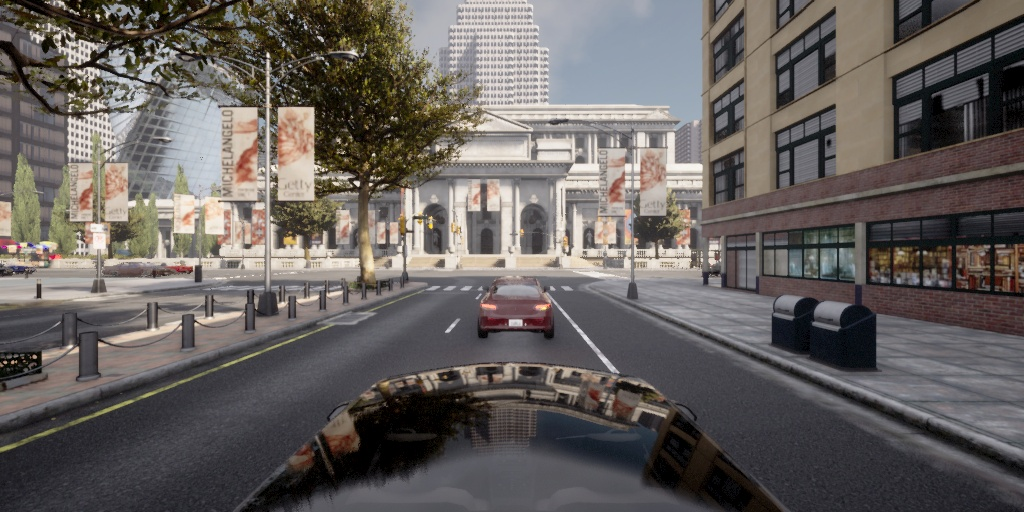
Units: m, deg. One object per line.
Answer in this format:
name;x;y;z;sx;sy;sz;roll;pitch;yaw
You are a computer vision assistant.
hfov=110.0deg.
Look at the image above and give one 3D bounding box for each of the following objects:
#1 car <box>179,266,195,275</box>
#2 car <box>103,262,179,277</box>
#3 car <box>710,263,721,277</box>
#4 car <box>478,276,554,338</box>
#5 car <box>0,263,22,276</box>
car;-36.359;1.350;37.749;4.718;1.301;1.895;0;0;1
car;-35.633;1.297;34.239;5.357;1.411;2.033;0;0;1
car;21.259;1.254;33.589;4.892;1.490;1.837;0;0;1
car;0.118;1.276;10.021;1.812;1.442;4.674;0;0;1
car;-50.847;1.251;34.250;4.892;1.490;1.837;1;0;-2
